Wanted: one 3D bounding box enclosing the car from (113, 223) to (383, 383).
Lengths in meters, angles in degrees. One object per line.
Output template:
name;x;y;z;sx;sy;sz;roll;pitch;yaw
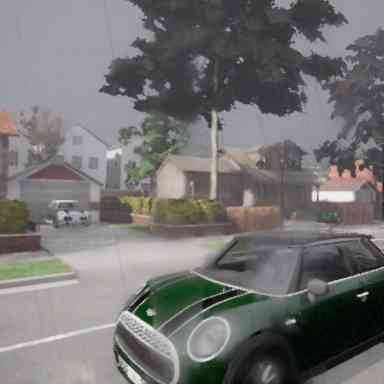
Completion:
car;1.222;1.403;4.857;4.553;1.767;2.097;1;-1;-36

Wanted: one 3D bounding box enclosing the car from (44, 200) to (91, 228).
car;-7.299;1.240;19.413;1.970;1.475;3.806;1;-1;-35
